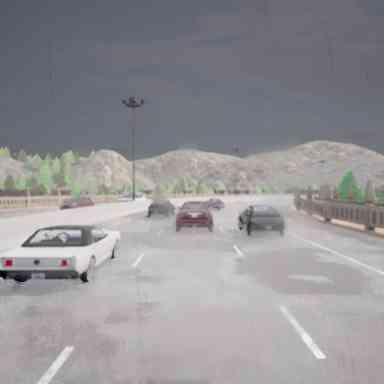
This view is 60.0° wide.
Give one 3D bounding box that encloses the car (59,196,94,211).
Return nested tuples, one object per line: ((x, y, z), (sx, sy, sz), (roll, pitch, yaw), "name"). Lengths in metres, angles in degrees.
((-12.484, 1.290, 36.148), (2.097, 1.767, 4.553), (0, 0, 10), "car")

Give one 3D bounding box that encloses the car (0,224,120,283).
((-3.407, 1.584, 9.595), (1.895, 1.301, 4.718), (0, 0, 0), "car")

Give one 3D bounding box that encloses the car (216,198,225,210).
((2.843, 1.477, 40.735), (2.033, 1.411, 5.357), (0, 0, 14), "car")

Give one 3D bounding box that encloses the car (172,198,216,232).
((0.186, 1.317, 20.195), (2.097, 1.767, 4.553), (0, 0, 1), "car")

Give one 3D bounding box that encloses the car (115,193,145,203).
((-7.726, 1.151, 42.249), (2.150, 2.045, 5.566), (0, 0, 14), "car")

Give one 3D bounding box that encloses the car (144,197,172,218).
((-2.635, 1.454, 29.755), (1.837, 1.490, 4.892), (0, 0, 7), "car")

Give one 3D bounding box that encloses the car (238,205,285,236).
((3.631, 1.461, 18.028), (2.128, 1.511, 4.902), (0, 0, 1), "car")
